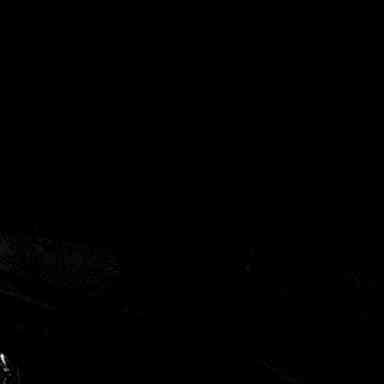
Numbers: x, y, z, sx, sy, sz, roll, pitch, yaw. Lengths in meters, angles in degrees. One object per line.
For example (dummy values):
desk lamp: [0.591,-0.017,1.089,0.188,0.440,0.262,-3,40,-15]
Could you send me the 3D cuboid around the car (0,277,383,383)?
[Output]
car: [-0.246,1.562,3.252,4.313,1.339,1.947,0,0,36]
